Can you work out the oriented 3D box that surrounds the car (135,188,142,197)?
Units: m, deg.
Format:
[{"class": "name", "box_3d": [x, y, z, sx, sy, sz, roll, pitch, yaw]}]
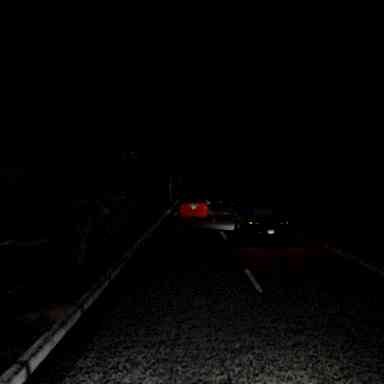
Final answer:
[{"class": "car", "box_3d": [-13.761, 0.393, 70.774, 4.674, 1.452, 2.002, -1, 1, -20]}]

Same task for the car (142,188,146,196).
[{"class": "car", "box_3d": [-13.781, 0.064, 73.766, 5.566, 2.045, 2.435, -1, 1, -20]}]

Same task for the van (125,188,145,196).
[{"class": "van", "box_3d": [-13.593, 0.009, 79.838, 4.442, 1.987, 1.878, -1, 0, -19]}]

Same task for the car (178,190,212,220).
[{"class": "car", "box_3d": [0.104, 1.000, 24.182, 2.097, 1.767, 4.553, 0, 1, 0]}]

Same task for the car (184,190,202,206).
[{"class": "car", "box_3d": [0.108, 0.659, 40.934, 2.097, 1.767, 4.553, 0, 1, 0]}]

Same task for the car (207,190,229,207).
[{"class": "car", "box_3d": [3.107, 0.849, 38.285, 2.128, 1.511, 4.902, 0, 1, 0]}]

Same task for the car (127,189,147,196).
[{"class": "car", "box_3d": [-13.618, 0.072, 82.817, 4.553, 1.767, 2.185, -1, 1, -19]}]

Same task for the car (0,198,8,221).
[{"class": "car", "box_3d": [-13.853, 1.099, 19.751, 4.553, 1.767, 2.185, -1, 1, -20]}]

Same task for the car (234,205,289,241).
[{"class": "car", "box_3d": [3.103, 1.337, 15.360, 1.812, 1.442, 4.674, 0, 1, 0]}]

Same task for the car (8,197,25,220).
[{"class": "car", "box_3d": [-13.821, 1.207, 22.764, 4.674, 1.452, 2.002, -1, 1, -20]}]

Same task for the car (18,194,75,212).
[{"class": "car", "box_3d": [-13.785, 1.009, 31.779, 4.792, 1.488, 2.163, -1, 1, -20]}]
